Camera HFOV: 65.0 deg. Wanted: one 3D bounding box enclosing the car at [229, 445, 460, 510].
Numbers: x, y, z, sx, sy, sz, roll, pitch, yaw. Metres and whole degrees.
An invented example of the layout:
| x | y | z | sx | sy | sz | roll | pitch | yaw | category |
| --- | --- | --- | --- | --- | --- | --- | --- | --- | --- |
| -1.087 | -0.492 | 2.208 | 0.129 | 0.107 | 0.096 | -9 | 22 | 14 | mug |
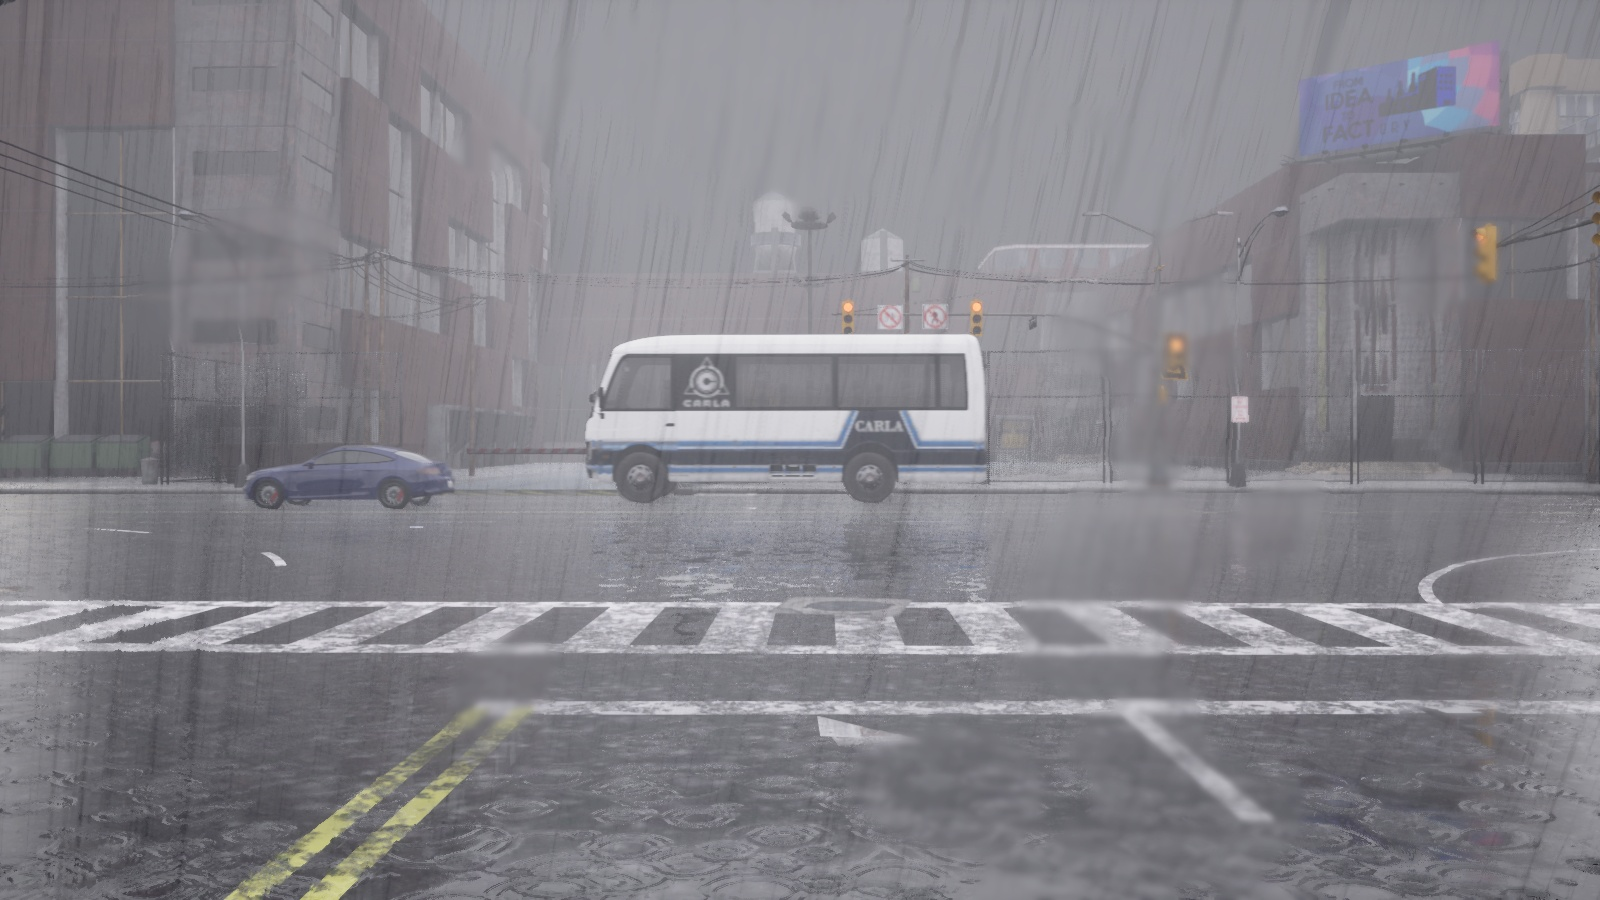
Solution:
| x | y | z | sx | sy | sz | roll | pitch | yaw | category |
| --- | --- | --- | --- | --- | --- | --- | --- | --- | --- |
| -10.438 | 0.600 | 28.975 | 4.674 | 1.442 | 1.812 | 0 | 0 | 1 | car |

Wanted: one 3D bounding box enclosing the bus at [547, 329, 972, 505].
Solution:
| x | y | z | sx | sy | sz | roll | pitch | yaw | category |
| --- | --- | --- | --- | --- | --- | --- | --- | --- | --- |
| -0.963 | -0.813 | 32.283 | 10.273 | 4.253 | 3.944 | 0 | 0 | 1 | bus |
